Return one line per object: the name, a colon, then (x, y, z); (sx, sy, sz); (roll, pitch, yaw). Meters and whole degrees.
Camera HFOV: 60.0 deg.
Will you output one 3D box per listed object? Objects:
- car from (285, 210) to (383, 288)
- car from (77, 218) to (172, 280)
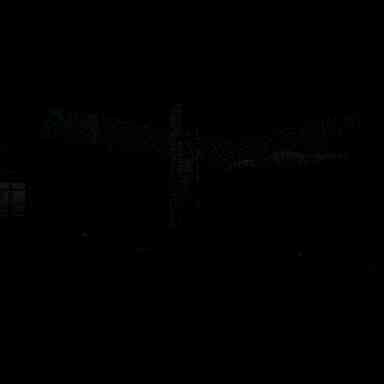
car: (4.649, 1.515, 10.012); (1.905, 1.878, 3.866); (1, -1, -29)
car: (-2.399, 1.688, 11.100); (2.242, 1.667, 4.611); (1, -1, -29)
